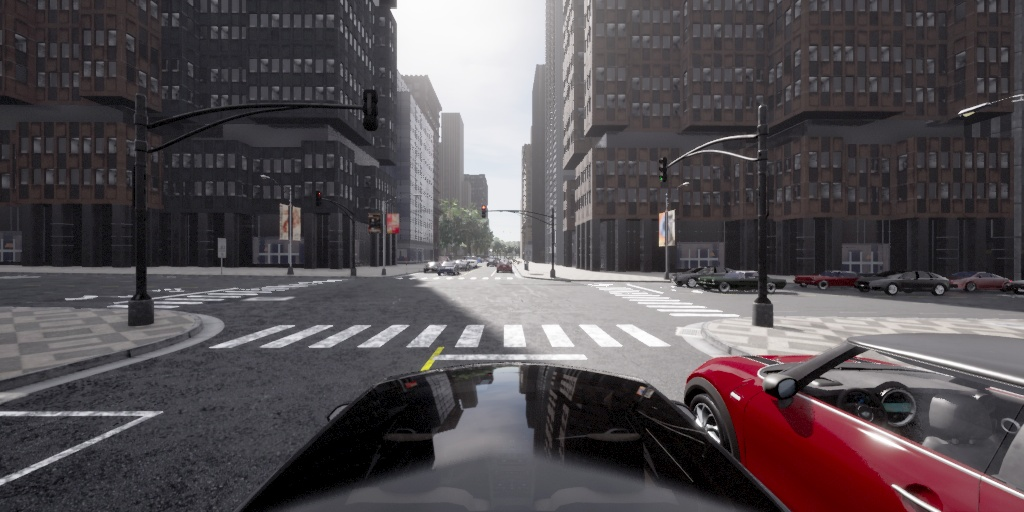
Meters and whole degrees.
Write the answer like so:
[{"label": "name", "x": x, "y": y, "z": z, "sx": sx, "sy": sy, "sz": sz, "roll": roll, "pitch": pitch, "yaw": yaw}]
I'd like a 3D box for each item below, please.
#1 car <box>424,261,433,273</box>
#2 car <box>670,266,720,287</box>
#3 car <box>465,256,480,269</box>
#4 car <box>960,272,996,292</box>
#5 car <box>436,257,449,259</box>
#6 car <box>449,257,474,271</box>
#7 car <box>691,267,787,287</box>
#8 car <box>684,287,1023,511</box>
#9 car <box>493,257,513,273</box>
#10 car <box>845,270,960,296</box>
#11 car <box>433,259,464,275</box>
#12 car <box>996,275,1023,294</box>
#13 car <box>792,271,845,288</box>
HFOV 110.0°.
[{"label": "car", "x": -9.431, "y": 1.321, "z": 43.412, "sx": 1.948, "sy": 1.339, "sz": 4.313, "roll": 0, "pitch": 0, "yaw": -1}, {"label": "car", "x": 13.853, "y": 1.475, "z": 25.586, "sx": 4.892, "sy": 1.490, "sz": 1.837, "roll": 1, "pitch": 0, "yaw": -1}, {"label": "car", "x": -6.965, "y": 1.012, "z": 59.219, "sx": 2.150, "sy": 2.045, "sz": 5.566, "roll": 0, "pitch": 0, "yaw": 0}, {"label": "car", "x": 33.038, "y": 1.813, "z": 25.824, "sx": 4.181, "sy": 1.385, "sz": 1.994, "roll": 1, "pitch": 0, "yaw": -1}, {"label": "car", "x": -9.506, "y": 1.082, "z": 48.838, "sx": 2.192, "sy": 1.841, "sz": 5.009, "roll": 0, "pitch": 0, "yaw": -1}, {"label": "car", "x": -6.834, "y": 1.258, "z": 48.587, "sx": 2.128, "sy": 1.511, "sz": 4.902, "roll": 0, "pitch": 0, "yaw": -1}, {"label": "car", "x": 14.159, "y": 1.579, "z": 22.340, "sx": 4.718, "sy": 1.301, "sz": 1.895, "roll": 1, "pitch": 0, "yaw": -3}, {"label": "car", "x": 2.761, "y": 1.190, "z": 2.160, "sx": 1.967, "sy": 1.591, "sz": 4.097, "roll": 0, "pitch": 0, "yaw": 0}, {"label": "car", "x": -0.907, "y": 1.195, "z": 43.526, "sx": 1.967, "sy": 1.591, "sz": 4.097, "roll": 0, "pitch": 0, "yaw": -1}, {"label": "car", "x": 24.359, "y": 1.631, "z": 22.472, "sx": 4.892, "sy": 1.490, "sz": 1.837, "roll": 1, "pitch": 0, "yaw": -1}, {"label": "car", "x": -6.686, "y": 1.292, "z": 38.321, "sx": 2.033, "sy": 1.411, "sz": 5.357, "roll": 0, "pitch": 0, "yaw": -1}, {"label": "car", "x": 34.740, "y": 1.825, "z": 22.599, "sx": 5.357, "sy": 1.411, "sz": 2.033, "roll": 1, "pitch": 0, "yaw": -1}, {"label": "car", "x": 23.072, "y": 1.704, "z": 25.690, "sx": 4.718, "sy": 1.301, "sz": 1.895, "roll": 1, "pitch": 0, "yaw": -1}]
